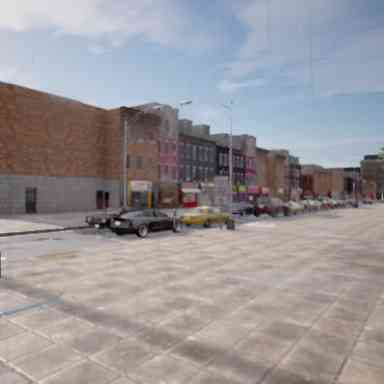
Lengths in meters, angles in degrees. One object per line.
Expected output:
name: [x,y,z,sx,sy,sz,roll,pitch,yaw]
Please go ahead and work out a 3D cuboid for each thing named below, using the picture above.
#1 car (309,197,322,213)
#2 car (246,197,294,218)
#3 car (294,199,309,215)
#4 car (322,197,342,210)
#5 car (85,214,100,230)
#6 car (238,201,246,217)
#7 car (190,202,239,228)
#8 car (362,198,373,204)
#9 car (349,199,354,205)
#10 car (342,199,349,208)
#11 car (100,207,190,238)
car: [13.940,1.647,40.390,1.967,1.590,4.097,0,0,35]
car: [7.438,1.424,31.217,2.192,1.841,5.009,0,0,35]
car: [10.786,1.684,35.940,1.752,1.417,4.829,0,0,35]
car: [20.442,1.754,49.563,1.967,1.590,4.097,0,-1,35]
car: [-3.860,1.555,19.830,1.895,1.301,4.718,1,0,35]
car: [4.752,1.620,31.980,2.033,1.411,5.357,1,0,35]
car: [1.032,1.546,22.180,1.752,1.417,4.829,0,0,35]
car: [43.197,2.331,81.666,1.947,1.339,4.313,0,-1,35]
car: [30.194,2.042,63.321,2.008,1.369,4.403,0,-1,35]
car: [23.692,1.922,54.148,2.008,1.369,4.403,0,-1,35]
car: [-2.318,1.541,17.455,1.947,1.339,4.313,0,0,35]
